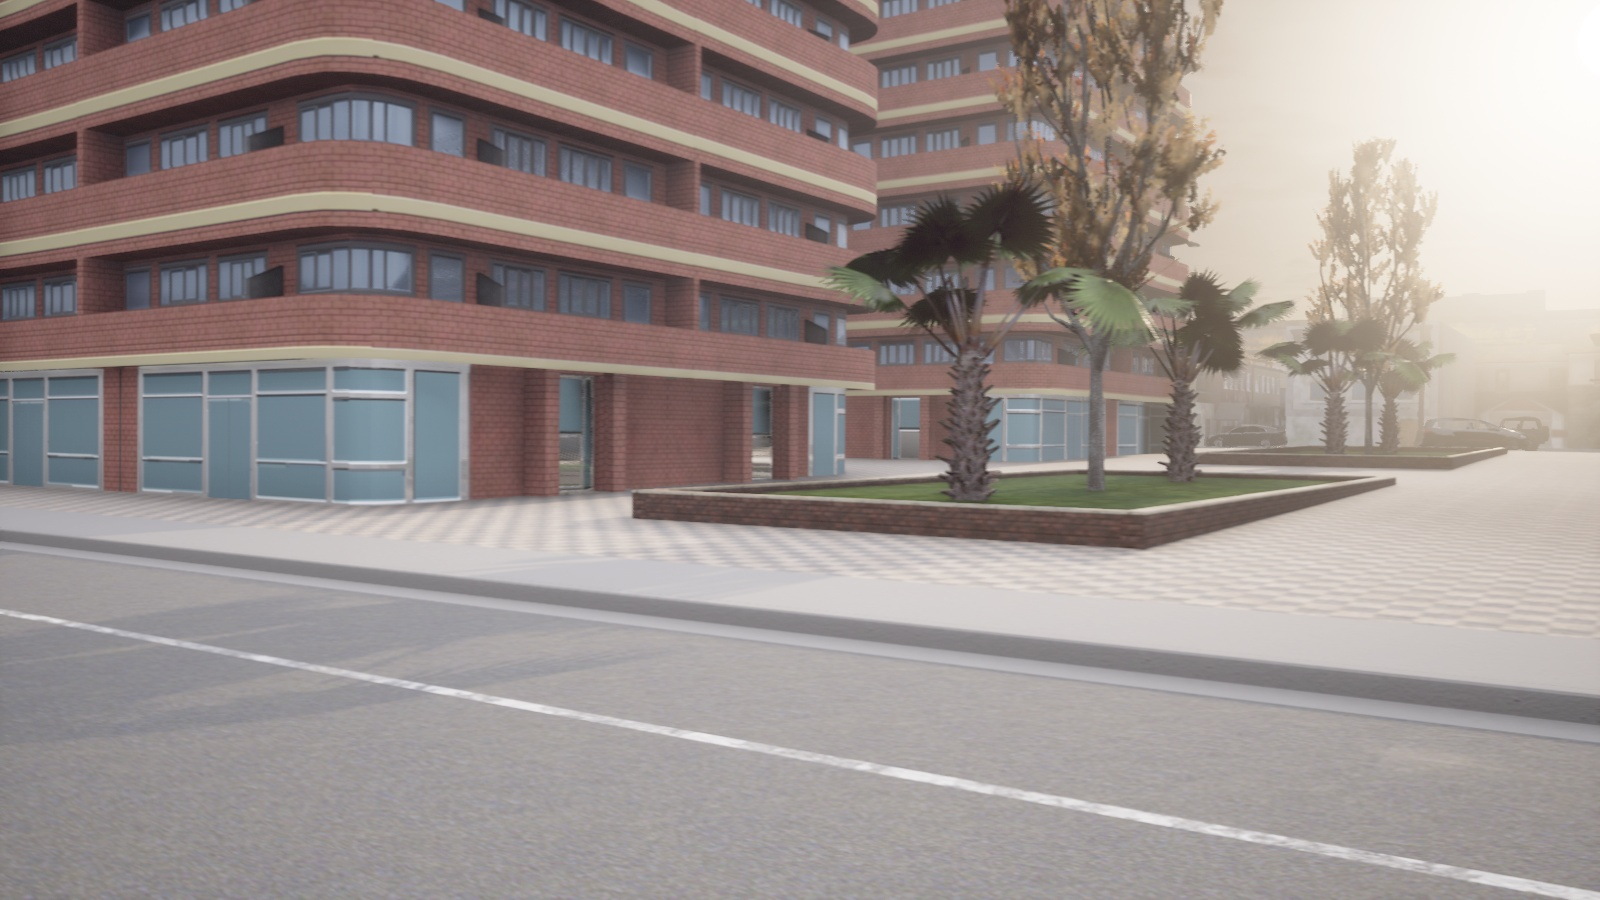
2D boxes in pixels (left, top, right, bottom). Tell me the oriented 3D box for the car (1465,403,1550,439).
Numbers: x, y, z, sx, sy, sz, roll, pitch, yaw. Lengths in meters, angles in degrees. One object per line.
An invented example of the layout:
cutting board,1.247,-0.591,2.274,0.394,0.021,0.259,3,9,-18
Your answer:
car,38.255,-1.569,67.936,3.866,1.878,1.905,0,1,34

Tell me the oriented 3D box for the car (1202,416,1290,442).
car,28.059,-1.302,79.017,4.892,1.490,1.837,-1,0,34

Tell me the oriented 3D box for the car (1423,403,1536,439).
car,32.214,-1.355,59.706,4.611,1.667,2.242,0,1,26
